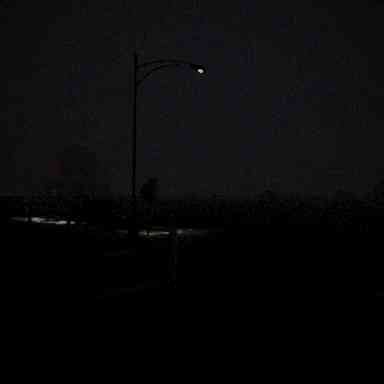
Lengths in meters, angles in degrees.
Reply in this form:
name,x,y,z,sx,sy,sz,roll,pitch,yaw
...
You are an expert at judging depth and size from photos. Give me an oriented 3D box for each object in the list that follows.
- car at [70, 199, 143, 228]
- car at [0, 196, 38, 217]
name,x,y,z,sx,sy,sz,roll,pitch,yaw
car,-5.092,1.179,19.585,5.008,1.535,1.882,1,0,35
car,-13.897,1.048,25.751,4.902,1.511,2.128,1,0,36
